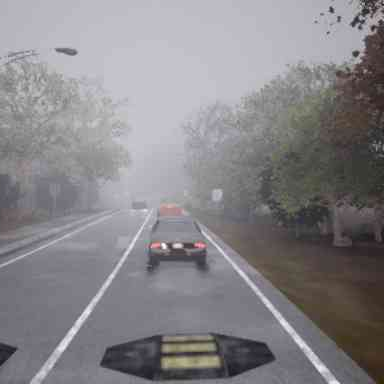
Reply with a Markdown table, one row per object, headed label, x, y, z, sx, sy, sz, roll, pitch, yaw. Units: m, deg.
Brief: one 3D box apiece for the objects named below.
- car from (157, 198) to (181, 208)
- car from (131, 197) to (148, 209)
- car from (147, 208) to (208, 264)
| label | x | y | z | sx | sy | sz | roll | pitch | yaw |
| --- | --- | --- | --- | --- | --- | --- | --- | --- | --- |
| car | -2.094 | 1.295 | 30.440 | 2.097 | 1.767 | 4.553 | 0 | 0 | -5 |
| car | -6.883 | 1.451 | 43.699 | 1.882 | 1.535 | 5.008 | 0 | -1 | -5 |
| car | -0.556 | 1.532 | 11.711 | 2.033 | 1.411 | 5.357 | 0 | 0 | -4 |
